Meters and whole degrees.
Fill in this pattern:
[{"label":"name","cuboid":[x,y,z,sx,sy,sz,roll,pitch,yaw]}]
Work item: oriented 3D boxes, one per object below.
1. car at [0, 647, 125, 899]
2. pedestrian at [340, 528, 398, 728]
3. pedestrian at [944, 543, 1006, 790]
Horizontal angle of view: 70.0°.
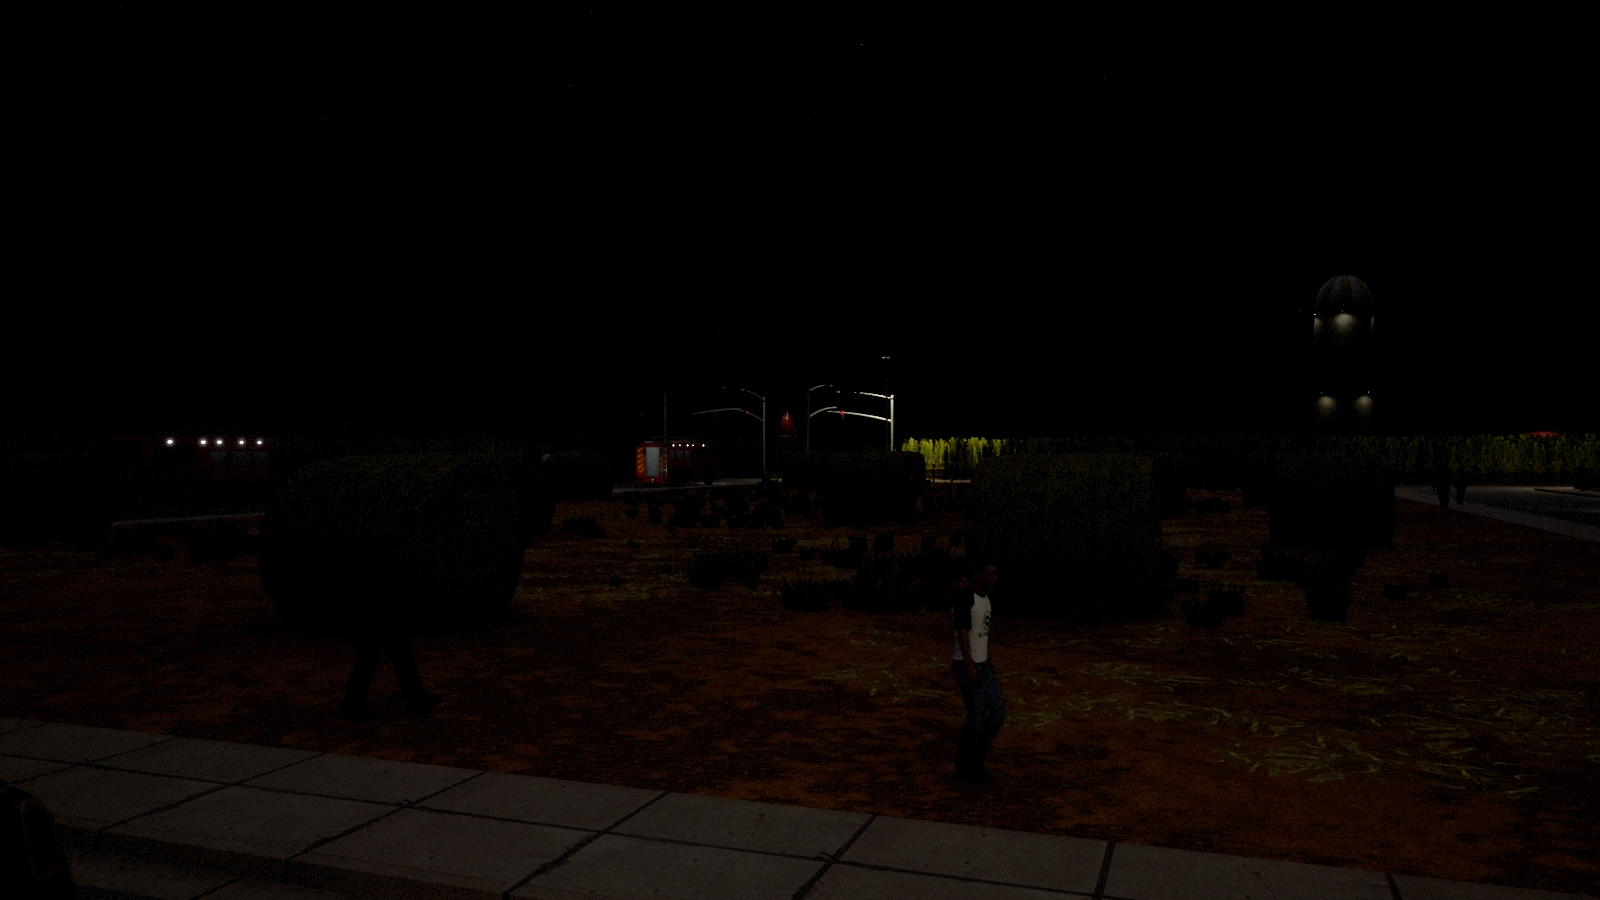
[{"label":"car","cuboid":[-5.847,1.911,5.460,4.553,1.767,2.097,0,0,20]},{"label":"pedestrian","cuboid":[-4.141,1.691,10.987,0.375,1.860,0.375,0,0,13]},{"label":"pedestrian","cuboid":[1.386,1.684,9.033,0.375,1.860,0.375,0,0,30]}]
